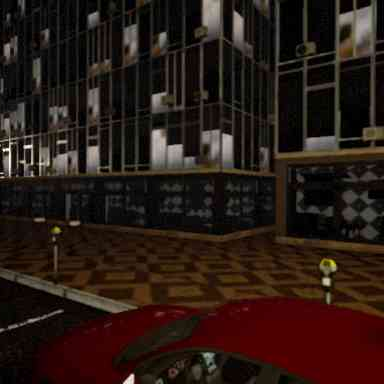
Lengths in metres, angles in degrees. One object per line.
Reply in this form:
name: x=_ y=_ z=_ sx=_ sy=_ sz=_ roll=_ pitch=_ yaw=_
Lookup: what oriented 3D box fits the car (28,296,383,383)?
car: x=0.542 y=1.539 z=2.492 sx=4.507 sy=1.381 sz=1.887 roll=0 pitch=0 yaw=36
